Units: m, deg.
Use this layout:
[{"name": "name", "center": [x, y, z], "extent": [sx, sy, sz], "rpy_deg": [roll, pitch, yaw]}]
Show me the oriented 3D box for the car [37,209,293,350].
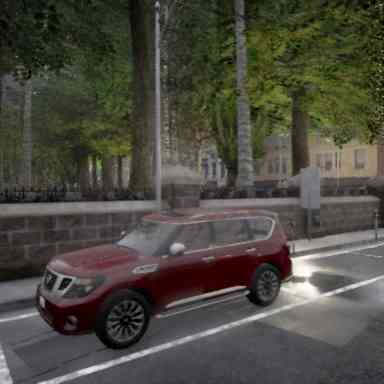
[{"name": "car", "center": [-0.175, 1.300, 6.408], "extent": [5.009, 1.841, 2.192], "rpy_deg": [0, 0, -35]}]
